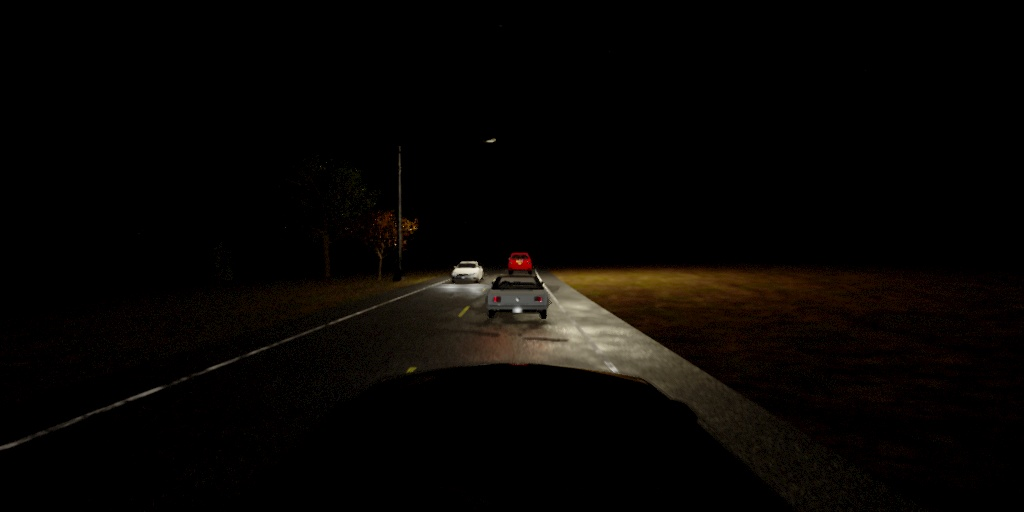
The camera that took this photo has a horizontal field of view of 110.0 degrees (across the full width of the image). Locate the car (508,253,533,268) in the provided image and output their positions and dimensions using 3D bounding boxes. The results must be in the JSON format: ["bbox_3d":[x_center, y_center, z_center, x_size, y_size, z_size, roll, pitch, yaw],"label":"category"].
[{"bbox_3d":[0.813,0.741,34.871,2.150,2.045,5.566,0,0,2],"label":"car"}]

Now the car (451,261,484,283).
[{"bbox_3d":[-3.102,1.110,25.671,1.812,1.442,4.674,0,0,2],"label":"car"}]

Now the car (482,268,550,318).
[{"bbox_3d":[0.196,1.277,12.660,1.895,1.301,4.718,0,0,1],"label":"car"}]
